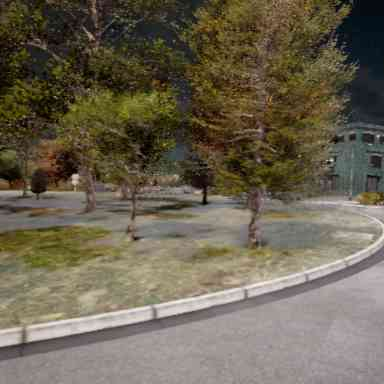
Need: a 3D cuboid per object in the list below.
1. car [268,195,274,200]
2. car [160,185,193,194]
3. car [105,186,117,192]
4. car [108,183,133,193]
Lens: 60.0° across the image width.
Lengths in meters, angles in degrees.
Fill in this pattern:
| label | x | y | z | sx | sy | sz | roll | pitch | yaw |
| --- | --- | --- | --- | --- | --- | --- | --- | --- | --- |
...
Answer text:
| label | x | y | z | sx | sy | sz | roll | pitch | yaw |
| --- | --- | --- | --- | --- | --- | --- | --- | --- | --- |
| car | 11.493 | 0.444 | 41.567 | 1.994 | 1.385 | 4.181 | 3 | 0 | -33 |
| car | -2.089 | -0.349 | 51.756 | 4.674 | 1.442 | 1.812 | 2 | 0 | 21 |
| car | -16.950 | -0.677 | 74.759 | 4.892 | 1.521 | 2.231 | 2 | 0 | -15 |
| car | -16.679 | -0.902 | 77.709 | 5.566 | 2.045 | 2.435 | 2 | 0 | -14 |
